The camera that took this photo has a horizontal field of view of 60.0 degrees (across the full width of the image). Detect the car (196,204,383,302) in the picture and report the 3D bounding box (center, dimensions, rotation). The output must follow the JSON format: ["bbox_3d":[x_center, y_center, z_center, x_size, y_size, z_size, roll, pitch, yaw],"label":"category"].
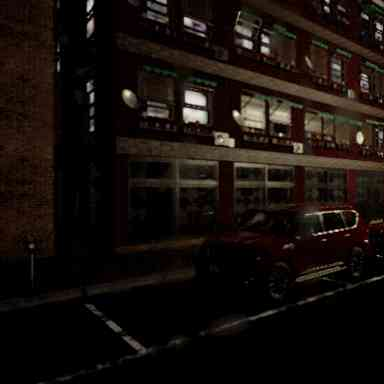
[{"bbox_3d":[2.498,1.272,8.338,5.009,1.841,2.192,0,0,-35],"label":"car"}]
